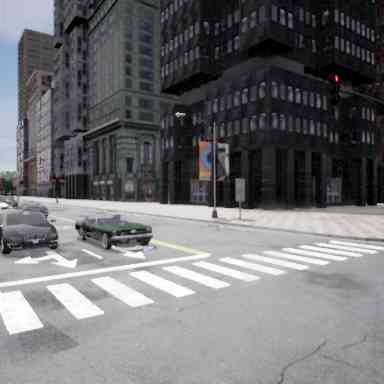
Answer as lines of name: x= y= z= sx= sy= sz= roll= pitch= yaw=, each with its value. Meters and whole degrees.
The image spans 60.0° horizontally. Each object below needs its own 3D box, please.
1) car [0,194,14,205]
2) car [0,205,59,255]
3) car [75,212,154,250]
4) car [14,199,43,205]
car: x=-15.839 y=1.216 z=26.266 sx=2.150 sy=2.045 sz=5.566 roll=0 pitch=0 yaw=-35
car: x=-6.909 y=1.502 z=13.696 sx=1.837 sy=1.490 sz=4.892 roll=0 pitch=0 yaw=-35
car: x=-3.529 y=1.589 z=14.554 sx=1.895 sy=1.301 sz=4.718 roll=0 pitch=0 yaw=-35
car: x=-14.181 y=1.534 z=29.548 sx=2.033 sy=1.411 sz=5.357 roll=0 pitch=0 yaw=-35
